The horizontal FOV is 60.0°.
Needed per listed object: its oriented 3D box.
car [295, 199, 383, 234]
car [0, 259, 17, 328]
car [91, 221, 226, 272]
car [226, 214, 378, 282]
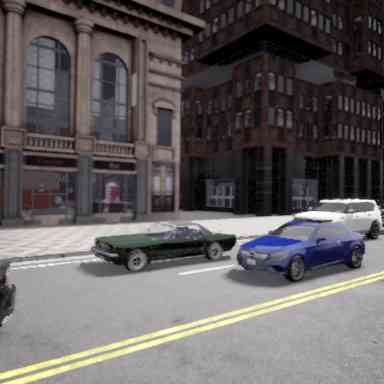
[{"bbox_3d":[7.478,1.383,16.941,5.566,2.045,2.150,1,-1,-35],"label":"car"},{"bbox_3d":[-4.952,1.487,4.145,4.892,1.490,1.837,1,-1,-35],"label":"car"},{"bbox_3d":[-0.819,1.657,11.078,4.718,1.301,1.895,1,0,-36],"label":"car"},{"bbox_3d":[3.478,1.613,10.148,4.674,1.442,1.812,1,0,-35],"label":"car"}]
